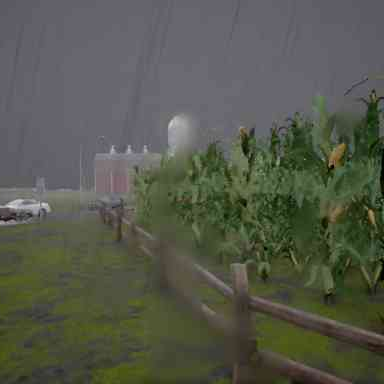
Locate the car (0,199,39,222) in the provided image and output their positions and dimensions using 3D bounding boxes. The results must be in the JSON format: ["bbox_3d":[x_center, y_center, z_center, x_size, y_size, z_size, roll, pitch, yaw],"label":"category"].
[{"bbox_3d":[-13.186,1.384,21.506,2.033,1.411,5.357,-1,1,33],"label":"car"}]

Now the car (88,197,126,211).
[{"bbox_3d":[-8.776,1.205,34.685,1.994,1.385,4.181,-1,1,29],"label":"car"}]

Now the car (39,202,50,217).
[{"bbox_3d":[-13.609,1.329,26.467,1.812,1.442,4.674,-1,1,31],"label":"car"}]
